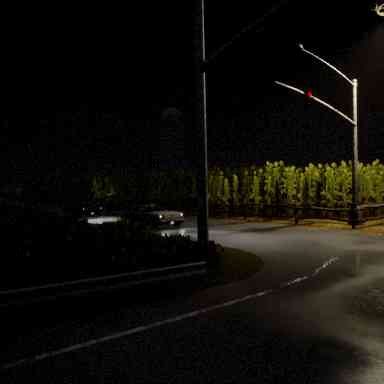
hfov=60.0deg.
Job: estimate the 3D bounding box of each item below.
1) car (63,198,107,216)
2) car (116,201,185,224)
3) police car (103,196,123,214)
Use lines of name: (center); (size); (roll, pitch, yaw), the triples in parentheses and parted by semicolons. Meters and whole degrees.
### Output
car: (-9.468, 1.426, 28.683); (1.895, 1.301, 4.718); (-2, 1, -40)
car: (-2.512, 1.412, 20.286); (1.895, 1.301, 4.718); (-2, 1, -40)
police car: (-8.014, 1.177, 31.781); (1.930, 1.638, 5.238); (-2, 1, -39)
